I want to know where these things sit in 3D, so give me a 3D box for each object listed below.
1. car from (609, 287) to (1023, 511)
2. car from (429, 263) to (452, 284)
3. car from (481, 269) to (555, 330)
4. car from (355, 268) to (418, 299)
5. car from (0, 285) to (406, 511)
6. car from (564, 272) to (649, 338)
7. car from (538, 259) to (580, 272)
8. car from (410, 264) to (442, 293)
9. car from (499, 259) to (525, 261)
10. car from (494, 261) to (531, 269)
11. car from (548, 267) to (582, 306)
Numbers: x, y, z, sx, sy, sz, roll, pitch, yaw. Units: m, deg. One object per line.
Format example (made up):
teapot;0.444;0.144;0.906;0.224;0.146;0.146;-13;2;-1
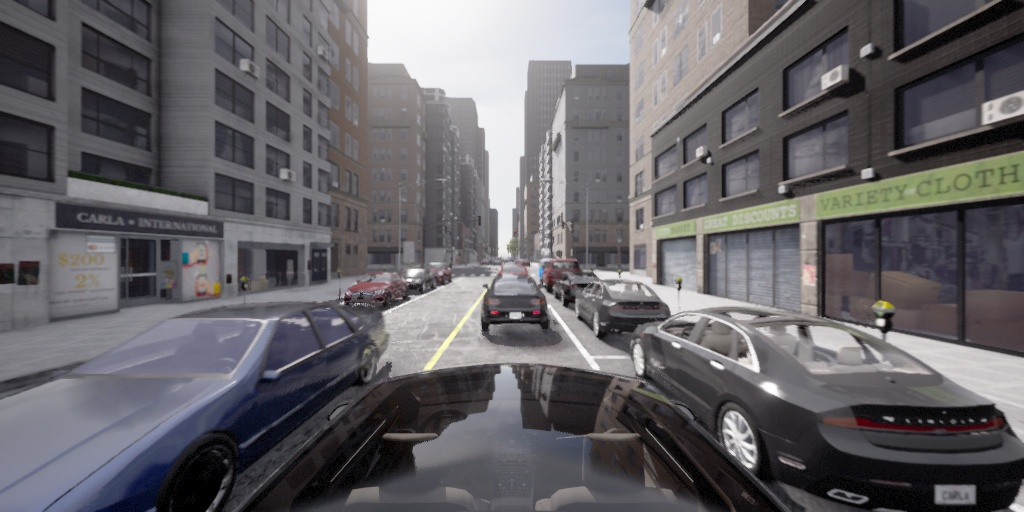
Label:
car;2.859;1.303;4.494;2.007;1.370;4.403;0;0;0
car;-5.664;1.217;26.585;1.967;1.591;4.097;0;0;0
car;0.057;1.286;11.027;1.812;1.442;4.674;0;0;-1
car;-5.666;1.347;15.535;1.802;1.307;4.207;0;0;0
car;-3.100;1.300;4.228;2.033;1.411;5.357;0;0;0
car;2.859;1.309;10.018;2.007;1.370;4.403;0;0;0
car;2.861;1.086;21.065;2.192;1.841;5.009;0;0;0
car;-5.665;1.337;21.060;1.948;1.339;4.313;0;0;0
car;0.067;1.286;30.773;1.837;1.490;4.892;0;0;2
car;0.100;1.248;20.603;1.882;1.535;5.008;0;0;0
car;2.860;1.331;15.541;1.948;1.339;4.313;0;0;0
